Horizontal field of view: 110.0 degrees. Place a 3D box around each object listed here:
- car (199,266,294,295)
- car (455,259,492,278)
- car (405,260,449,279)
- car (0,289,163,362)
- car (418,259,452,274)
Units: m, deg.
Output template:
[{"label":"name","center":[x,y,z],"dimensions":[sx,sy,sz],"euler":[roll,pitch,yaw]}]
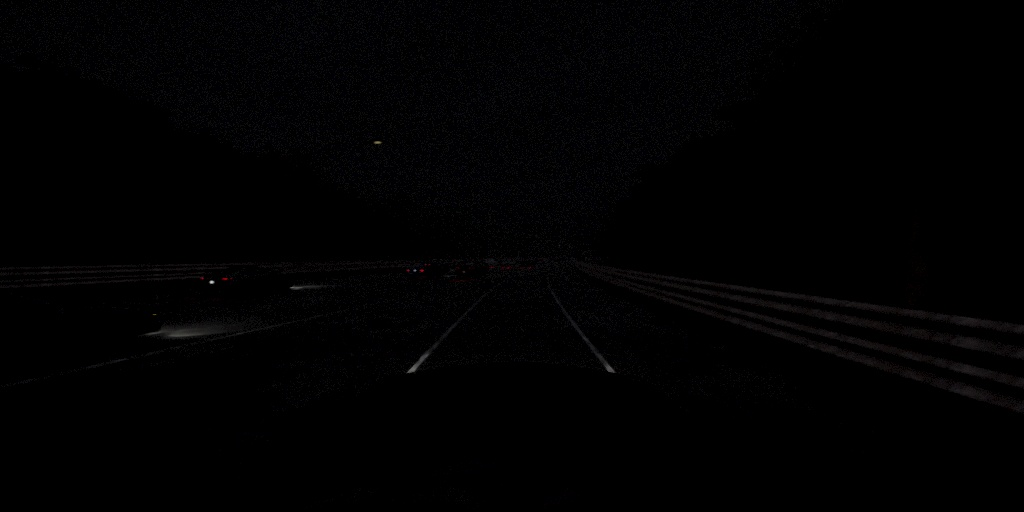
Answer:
[{"label":"car","center":[-13.627,1.199,18.706],"dimensions":[1.994,1.385,4.181],"euler":[0,0,11]},{"label":"car","center":[-3.624,1.194,33.031],"dimensions":[1.882,1.535,5.008],"euler":[0,0,11]},{"label":"car","center":[-7.451,1.239,31.747],"dimensions":[2.033,1.411,5.357],"euler":[0,0,11]},{"label":"car","center":[-9.108,1.186,5.575],"dimensions":[2.033,1.411,5.357],"euler":[0,0,11]},{"label":"car","center":[-8.921,1.180,42.239],"dimensions":[2.128,1.511,4.902],"euler":[0,0,11]}]
